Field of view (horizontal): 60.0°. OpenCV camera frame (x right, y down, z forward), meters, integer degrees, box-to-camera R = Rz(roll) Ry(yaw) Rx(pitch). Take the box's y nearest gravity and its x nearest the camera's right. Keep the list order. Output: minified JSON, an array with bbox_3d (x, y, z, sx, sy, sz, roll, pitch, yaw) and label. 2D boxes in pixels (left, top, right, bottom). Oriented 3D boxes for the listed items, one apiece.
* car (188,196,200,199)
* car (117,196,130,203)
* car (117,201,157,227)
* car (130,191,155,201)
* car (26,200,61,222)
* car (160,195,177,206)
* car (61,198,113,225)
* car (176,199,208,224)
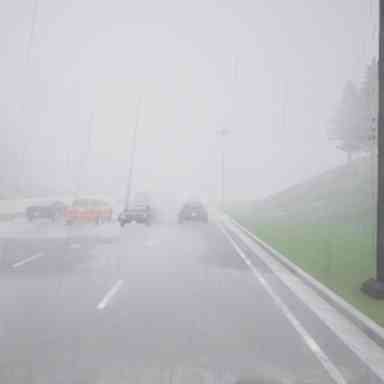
[{"bbox_3d":[0.286,1.293,49.110,1.895,1.301,4.718,0,0,6],"label":"car"},{"bbox_3d":[-10.074,1.243,51.326,1.994,1.385,4.181,0,0,7],"label":"car"},{"bbox_3d":[-3.404,1.465,21.670,1.895,1.301,4.718,0,0,0],"label":"car"},{"bbox_3d":[-6.880,0.923,48.106,2.150,2.045,5.566,0,1,4],"label":"car"},{"bbox_3d":[-10.404,1.323,24.723,1.882,1.535,5.008,0,0,0],"label":"car"},{"bbox_3d":[-3.300,1.222,48.495,1.812,1.442,4.674,0,1,5],"label":"car"},{"bbox_3d":[-6.904,1.209,22.867,2.097,1.767,4.553,0,0,0],"label":"car"},{"bbox_3d":[0.098,1.415,23.675,1.994,1.385,4.181,0,0,0],"label":"car"}]
